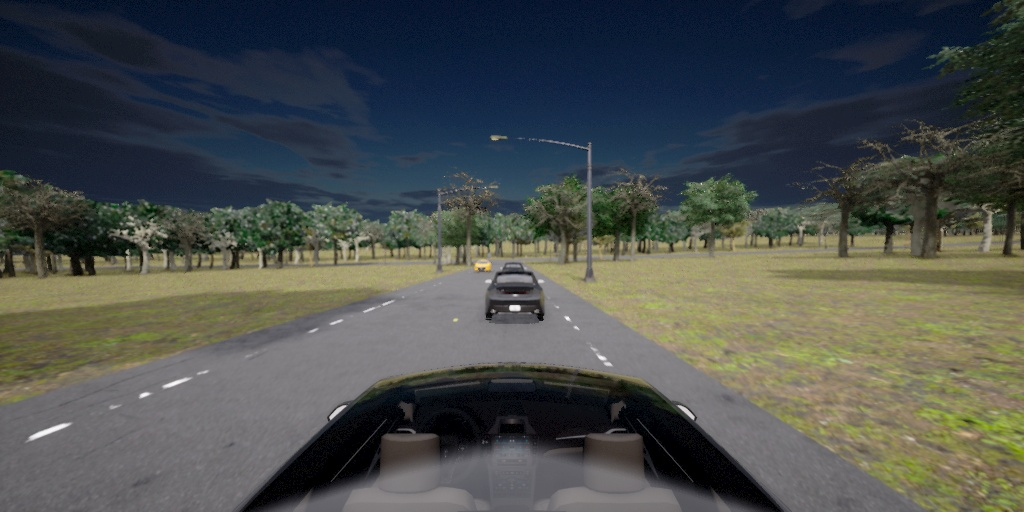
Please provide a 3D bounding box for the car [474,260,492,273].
[{"bbox_3d":[-3.559,1.245,44.508,1.882,1.535,5.008,0,0,0],"label":"car"}]

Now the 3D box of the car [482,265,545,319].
[{"bbox_3d":[0.094,1.238,12.617,1.837,1.490,4.892,0,0,0],"label":"car"}]

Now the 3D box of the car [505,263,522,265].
[{"bbox_3d":[0.103,1.252,28.007,1.837,1.490,4.892,0,0,0],"label":"car"}]
